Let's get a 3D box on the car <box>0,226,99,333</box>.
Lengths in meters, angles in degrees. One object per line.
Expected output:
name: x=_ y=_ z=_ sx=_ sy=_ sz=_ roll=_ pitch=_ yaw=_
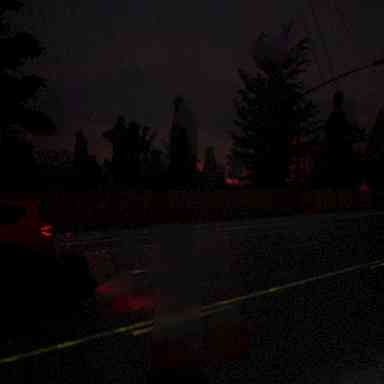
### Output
car: x=-4.302 y=1.552 z=5.222 sx=5.357 sy=1.411 sz=2.033 roll=-1 pitch=0 yaw=-35

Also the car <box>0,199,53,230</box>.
car: x=-6.305 y=1.225 z=8.093 sx=5.566 sy=2.045 sz=2.150 roll=-1 pitch=0 yaw=-35
